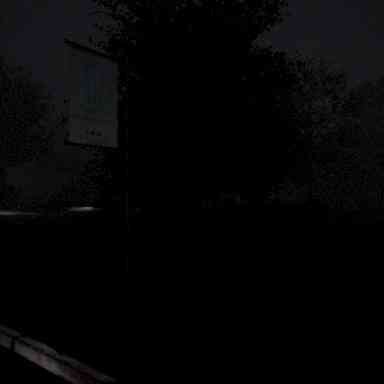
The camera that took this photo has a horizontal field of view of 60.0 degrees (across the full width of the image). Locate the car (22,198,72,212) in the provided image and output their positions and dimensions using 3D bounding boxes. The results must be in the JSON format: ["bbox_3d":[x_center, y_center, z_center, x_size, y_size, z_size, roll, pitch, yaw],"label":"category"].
[{"bbox_3d":[-16.501,1.470,38.652,1.882,1.535,5.008,0,0,39],"label":"car"}]

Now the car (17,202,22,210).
[{"bbox_3d":[-18.964,1.484,41.176,2.128,1.511,4.902,0,0,39],"label":"car"}]

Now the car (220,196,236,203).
[{"bbox_3d":[6.998,1.377,64.436,1.994,1.385,4.181,0,0,32],"label":"car"}]

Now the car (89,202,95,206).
[{"bbox_3d":[-12.508,1.508,49.342,2.033,1.411,5.357,0,0,38],"label":"car"}]

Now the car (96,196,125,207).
[{"bbox_3d":[-10.185,1.185,46.638,2.150,2.045,5.566,0,0,38],"label":"car"}]
